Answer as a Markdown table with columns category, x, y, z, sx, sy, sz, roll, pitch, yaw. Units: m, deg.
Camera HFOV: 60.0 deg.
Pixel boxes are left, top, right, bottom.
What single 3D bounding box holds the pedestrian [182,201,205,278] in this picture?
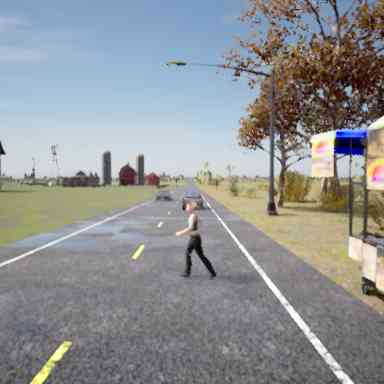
| category | x | y | z | sx | sy | sz | roll | pitch | yaw |
| --- | --- | --- | --- | --- | --- | --- | --- | --- | --- |
| pedestrian | 0.037 | 1.095 | 7.711 | 0.375 | 1.860 | 0.375 | -1 | 2 | -3 |

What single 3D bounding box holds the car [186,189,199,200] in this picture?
| category | x | y | z | sx | sy | sz | roll | pitch | yaw |
| --- | --- | --- | --- | --- | --- | --- | --- | --- | --- |
| car | 0.077 | 0.310 | 47.303 | 1.812 | 1.442 | 4.674 | 0 | 1 | 0 |

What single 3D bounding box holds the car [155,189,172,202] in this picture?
| category | x | y | z | sx | sy | sz | roll | pitch | yaw |
| --- | --- | --- | --- | --- | --- | --- | --- | --- | --- |
| car | -3.582 | 0.410 | 42.606 | 1.837 | 1.490 | 4.892 | 0 | 1 | 0 |

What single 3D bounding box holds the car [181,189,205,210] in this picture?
| category | x | y | z | sx | sy | sz | roll | pitch | yaw |
| --- | --- | --- | --- | --- | --- | --- | --- | --- | --- |
| car | 0.088 | 0.724 | 29.944 | 2.128 | 1.511 | 4.902 | 0 | 2 | 0 |

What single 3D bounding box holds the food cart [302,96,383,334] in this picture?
| category | x | y | z | sx | sy | sz | roll | pitch | yaw |
| --- | --- | --- | --- | --- | --- | --- | --- | --- | --- |
| food cart | 4.020 | 0.303 | 6.245 | 2.280 | 3.560 | 4.660 | 1 | 2 | 0 |
